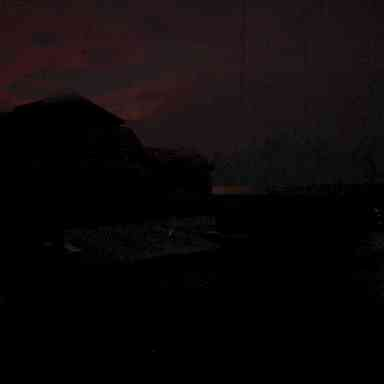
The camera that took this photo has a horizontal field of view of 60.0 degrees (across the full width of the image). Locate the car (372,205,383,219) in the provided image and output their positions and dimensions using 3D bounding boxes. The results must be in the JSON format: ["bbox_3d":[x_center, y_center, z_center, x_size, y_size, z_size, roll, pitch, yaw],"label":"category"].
[{"bbox_3d":[13.969,1.352,27.981,2.097,1.767,4.553,0,0,-36],"label":"car"}]
